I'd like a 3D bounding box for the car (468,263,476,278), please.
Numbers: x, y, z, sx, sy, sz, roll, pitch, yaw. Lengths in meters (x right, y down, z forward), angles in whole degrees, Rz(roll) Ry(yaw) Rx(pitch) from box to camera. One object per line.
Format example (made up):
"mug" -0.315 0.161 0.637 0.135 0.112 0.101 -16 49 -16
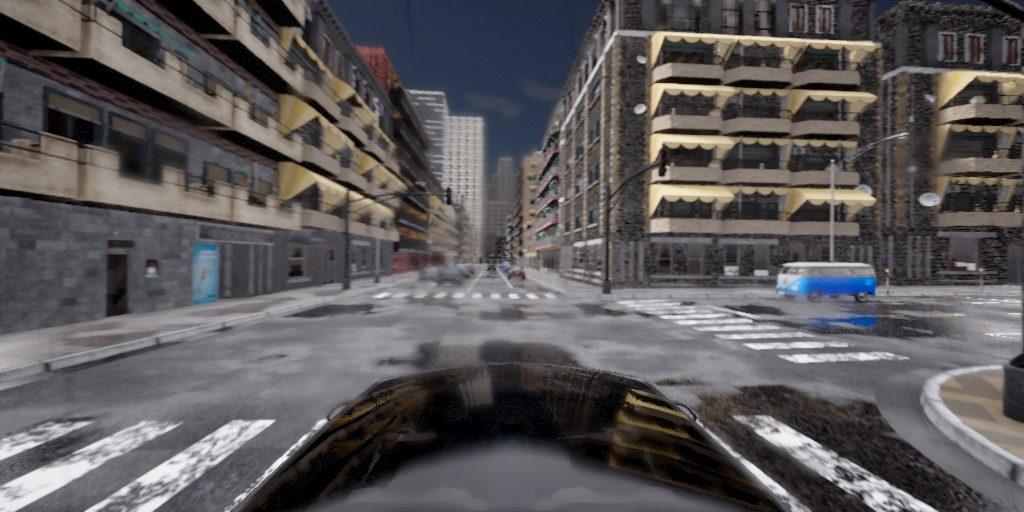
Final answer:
"car" -5.285 1.757 38.372 2.033 1.411 5.357 1 -1 -3

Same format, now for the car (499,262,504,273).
"car" -0.508 2.095 56.102 2.007 1.370 4.403 0 0 -3

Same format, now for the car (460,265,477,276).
"car" -5.853 1.953 48.465 1.895 1.301 4.718 1 -1 -3

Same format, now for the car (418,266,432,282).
"car" -7.618 1.654 33.560 2.007 1.370 4.403 0 0 -3

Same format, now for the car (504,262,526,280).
"car" 0.433 1.749 39.547 1.967 1.591 4.097 0 0 -3

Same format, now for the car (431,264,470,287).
"car" -4.711 1.615 28.306 2.033 1.411 5.357 1 -1 -3

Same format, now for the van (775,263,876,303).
"van" 14.711 1.215 16.920 3.998 1.789 1.690 0 0 -4
